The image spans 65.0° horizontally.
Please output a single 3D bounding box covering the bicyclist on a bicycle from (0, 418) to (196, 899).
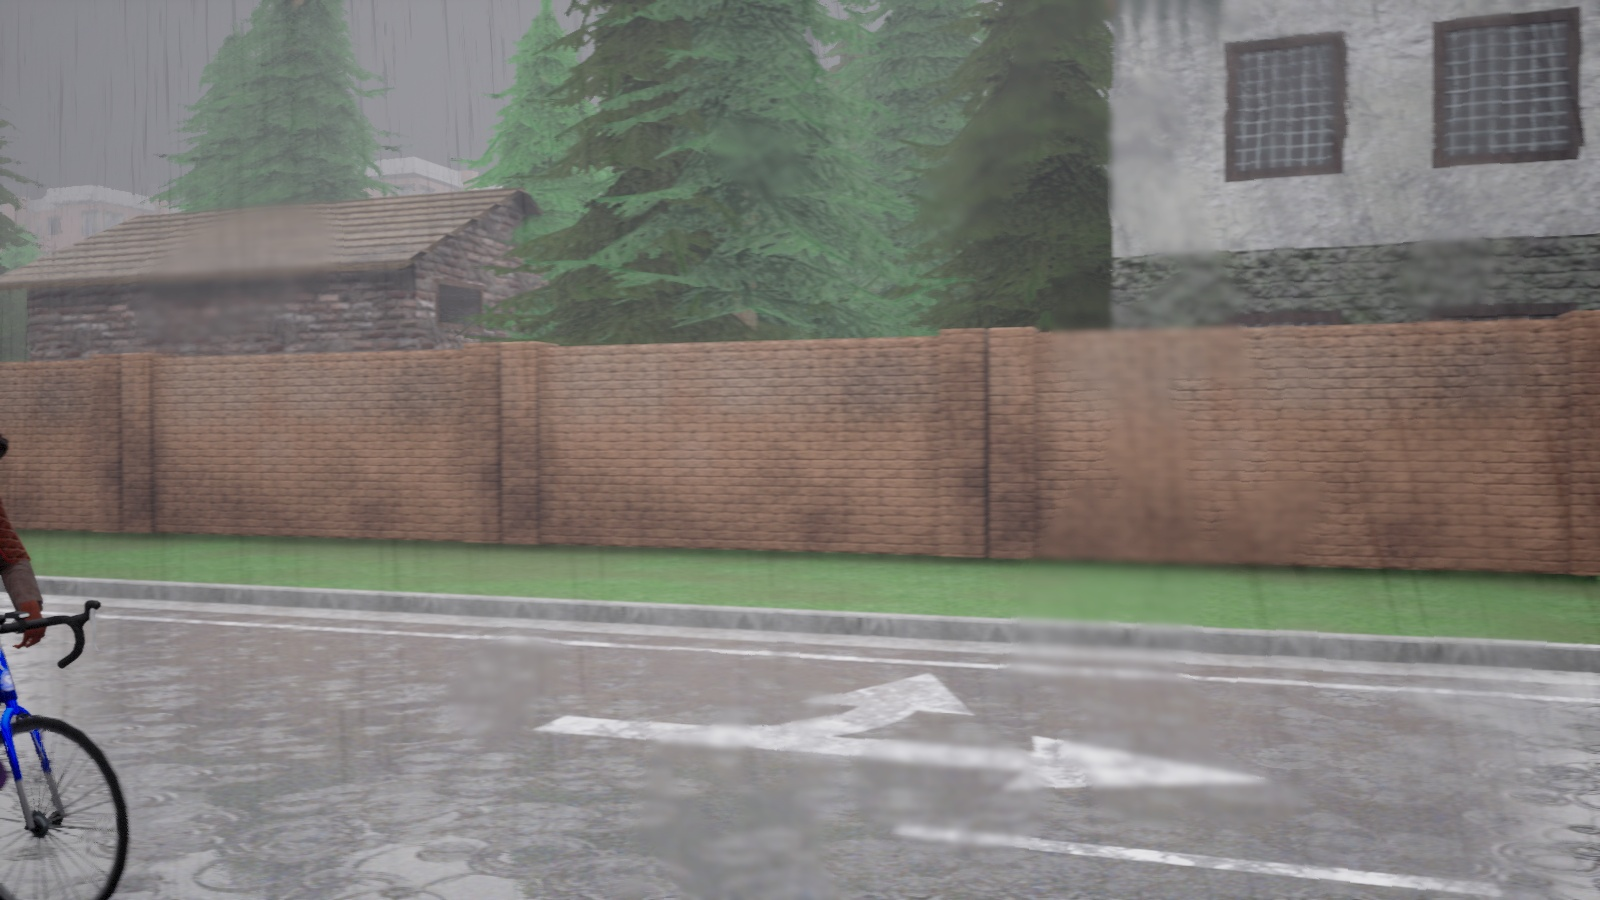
[{"bbox_3d":[-2.885,0.702,4.165,1.656,1.620,0.582,1,1,19],"label":"bicyclist on a bicycle"}]
